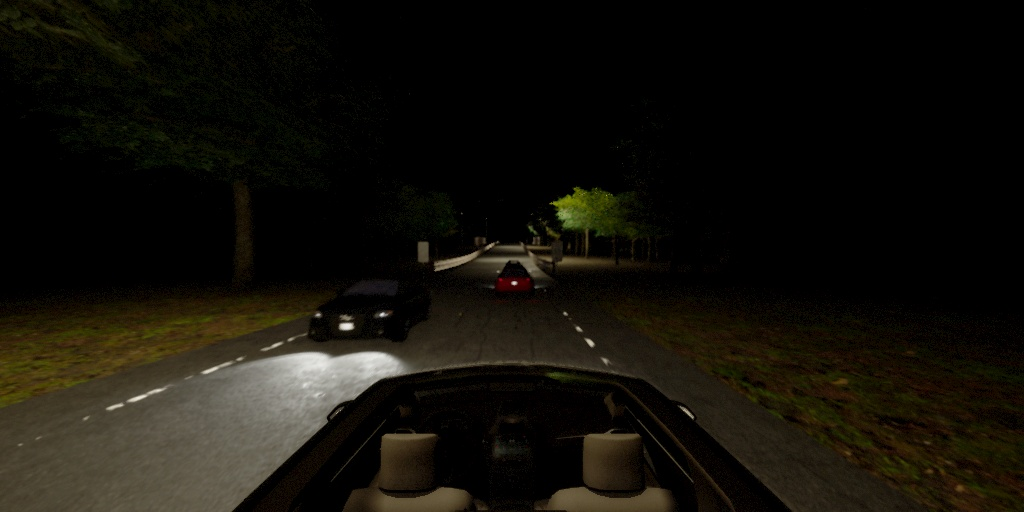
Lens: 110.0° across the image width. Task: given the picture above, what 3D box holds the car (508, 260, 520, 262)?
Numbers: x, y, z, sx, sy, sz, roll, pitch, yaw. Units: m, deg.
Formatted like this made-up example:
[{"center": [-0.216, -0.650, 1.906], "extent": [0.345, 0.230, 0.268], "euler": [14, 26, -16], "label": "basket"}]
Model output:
[{"center": [0.187, 1.093, 36.377], "extent": [1.994, 1.385, 4.181], "euler": [0, 1, 0], "label": "car"}]

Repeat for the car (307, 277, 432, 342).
[{"center": [-3.478, 1.281, 9.535], "extent": [1.994, 1.385, 4.181], "euler": [0, 0, 0], "label": "car"}]

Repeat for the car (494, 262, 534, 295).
[{"center": [0.134, 1.221, 18.819], "extent": [1.994, 1.385, 4.181], "euler": [0, 0, 1], "label": "car"}]
